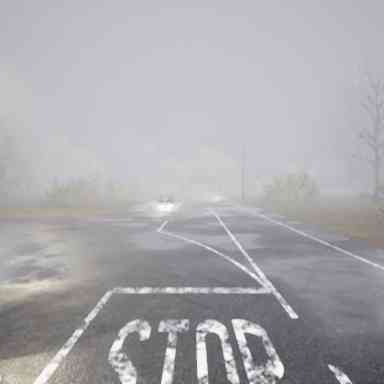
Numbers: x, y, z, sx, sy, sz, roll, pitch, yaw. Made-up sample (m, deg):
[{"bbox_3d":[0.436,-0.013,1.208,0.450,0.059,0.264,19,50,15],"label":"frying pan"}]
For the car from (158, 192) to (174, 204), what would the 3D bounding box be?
[{"bbox_3d":[-3.328,0.771,43.403,2.128,1.511,4.902,0,1,0],"label":"car"}]
